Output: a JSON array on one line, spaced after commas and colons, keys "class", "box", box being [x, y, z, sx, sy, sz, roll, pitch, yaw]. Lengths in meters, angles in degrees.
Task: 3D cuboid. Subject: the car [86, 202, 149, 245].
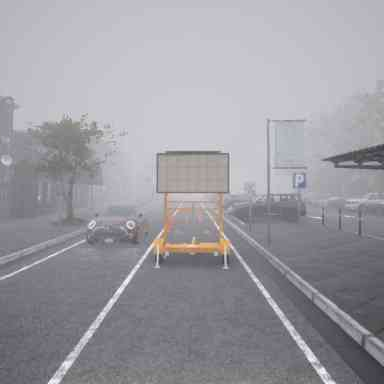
[{"class": "car", "box": [-3.263, 1.308, 15.316, 2.097, 1.767, 4.553, 0, 0, 0]}]

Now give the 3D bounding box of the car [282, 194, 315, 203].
[{"class": "car", "box": [18.901, 1.118, 59.109, 5.366, 1.575, 1.946, 0, 1, 0]}]

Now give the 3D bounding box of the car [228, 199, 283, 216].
[{"class": "car", "box": [5.703, 1.405, 30.503, 4.674, 1.452, 2.002, 0, 0, 0]}]

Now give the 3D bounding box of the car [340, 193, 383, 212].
[{"class": "car", "box": [18.743, 1.097, 34.121, 5.566, 2.045, 2.435, 0, 0, 0]}]

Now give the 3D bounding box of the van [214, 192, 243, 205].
[{"class": "van", "box": [5.766, 0.973, 52.937, 4.442, 1.987, 1.878, 0, 1, 0]}]

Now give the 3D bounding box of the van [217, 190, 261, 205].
[{"class": "van", "box": [5.565, 1.096, 38.914, 4.442, 1.987, 1.878, 0, 0, 0]}]

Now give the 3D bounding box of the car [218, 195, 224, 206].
[{"class": "car", "box": [5.682, 1.337, 36.109, 5.008, 1.535, 2.097, 0, 0, 0]}]

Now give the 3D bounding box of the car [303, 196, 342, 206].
[{"class": "car", "box": [18.769, 1.281, 48.007, 4.792, 1.488, 2.163, 0, 1, 0]}]

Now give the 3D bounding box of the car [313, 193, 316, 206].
[{"class": "car", "box": [18.717, 1.309, 45.224, 4.792, 1.488, 2.163, 0, 1, 0]}]

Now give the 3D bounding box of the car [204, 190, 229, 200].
[{"class": "car", "box": [5.570, 0.659, 75.359, 5.566, 2.045, 2.435, 0, 1, 0]}]

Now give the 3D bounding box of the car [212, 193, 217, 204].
[{"class": "car", "box": [5.659, 1.298, 47.329, 4.674, 1.452, 2.002, 0, 1, 0]}]

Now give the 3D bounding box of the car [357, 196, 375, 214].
[{"class": "car", "box": [18.783, 1.362, 31.347, 5.008, 1.535, 2.097, 0, 0, 0]}]

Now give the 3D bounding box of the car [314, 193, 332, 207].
[{"class": "car", "box": [18.938, 1.296, 42.452, 5.366, 1.575, 1.946, 0, 0, 0]}]

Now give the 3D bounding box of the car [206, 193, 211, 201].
[{"class": "car", "box": [5.615, 0.912, 55.736, 5.566, 2.045, 2.435, 0, 1, 0]}]

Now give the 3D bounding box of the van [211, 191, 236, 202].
[{"class": "van", "box": [5.747, 0.865, 61.344, 4.442, 1.987, 1.878, 0, 1, 0]}]

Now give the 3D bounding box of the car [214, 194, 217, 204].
[{"class": "car", "box": [5.698, 1.313, 44.521, 4.792, 1.488, 2.163, 0, 0, 0]}]

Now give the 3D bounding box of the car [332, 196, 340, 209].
[{"class": "car", "box": [18.760, 1.335, 36.897, 4.892, 1.521, 2.231, 0, 0, 0]}]

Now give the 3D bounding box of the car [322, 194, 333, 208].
[{"class": "car", "box": [18.754, 1.317, 39.675, 5.008, 1.535, 2.097, 0, 0, 0]}]

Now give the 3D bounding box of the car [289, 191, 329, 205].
[{"class": "car", "box": [18.756, 0.941, 53.556, 5.566, 2.045, 2.435, 0, 1, 0]}]

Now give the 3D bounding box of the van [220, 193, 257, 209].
[{"class": "van", "box": [5.791, 1.077, 41.716, 4.442, 1.987, 1.878, 0, 0, 0]}]

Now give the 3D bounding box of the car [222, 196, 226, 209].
[{"class": "car", "box": [5.522, 1.376, 27.699, 5.366, 1.575, 1.946, 0, 0, 0]}]

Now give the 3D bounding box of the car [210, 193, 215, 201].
[{"class": "car", "box": [5.662, 1.230, 50.131, 4.892, 1.521, 2.231, 0, 1, 0]}]

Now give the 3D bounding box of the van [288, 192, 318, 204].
[{"class": "van", "box": [18.838, 0.931, 56.332, 4.442, 1.987, 1.878, 0, 1, 0]}]

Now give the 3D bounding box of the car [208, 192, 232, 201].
[{"class": "car", "box": [5.648, 0.893, 66.951, 4.553, 1.767, 2.185, 0, 1, 0]}]

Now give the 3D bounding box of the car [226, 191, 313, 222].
[{"class": "car", "box": [5.685, 1.142, 24.894, 5.566, 2.045, 2.435, 0, 0, 0]}]

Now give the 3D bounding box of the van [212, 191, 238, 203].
[{"class": "van", "box": [5.753, 0.901, 58.541, 4.442, 1.987, 1.878, 0, 1, 0]}]

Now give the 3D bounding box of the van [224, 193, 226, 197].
[{"class": "van", "box": [5.811, 1.125, 33.305, 4.442, 1.987, 1.878, 0, 0, 0]}]

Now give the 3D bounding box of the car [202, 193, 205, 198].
[{"class": "car", "box": [5.576, 0.696, 72.556, 5.566, 2.045, 2.435, 0, 1, 0]}]

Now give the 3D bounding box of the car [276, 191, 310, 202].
[{"class": "car", "box": [18.737, 0.834, 61.882, 5.566, 2.045, 2.435, 0, 1, 0]}]

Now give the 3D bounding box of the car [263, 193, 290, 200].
[{"class": "car", "box": [18.498, 0.940, 72.986, 5.366, 1.575, 1.946, 0, 1, 0]}]

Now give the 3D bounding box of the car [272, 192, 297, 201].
[{"class": "car", "box": [18.727, 0.888, 67.436, 4.553, 1.767, 2.185, 0, 1, 0]}]

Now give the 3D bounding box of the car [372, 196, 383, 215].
[{"class": "car", "box": [18.790, 1.375, 28.571, 5.008, 1.535, 2.097, 0, 0, 0]}]

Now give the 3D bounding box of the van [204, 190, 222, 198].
[{"class": "van", "box": [5.456, 0.541, 86.571, 4.442, 1.987, 1.878, 0, 1, 0]}]

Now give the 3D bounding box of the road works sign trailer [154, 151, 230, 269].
[{"class": "road works sign trailer", "box": [0.037, 0.441, 11.123, 2.380, 3.560, 2.880, 0, 0, 2]}]

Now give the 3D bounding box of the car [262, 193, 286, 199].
[{"class": "car", "box": [18.682, 0.908, 75.763, 4.892, 1.521, 2.231, 0, 1, 0]}]
